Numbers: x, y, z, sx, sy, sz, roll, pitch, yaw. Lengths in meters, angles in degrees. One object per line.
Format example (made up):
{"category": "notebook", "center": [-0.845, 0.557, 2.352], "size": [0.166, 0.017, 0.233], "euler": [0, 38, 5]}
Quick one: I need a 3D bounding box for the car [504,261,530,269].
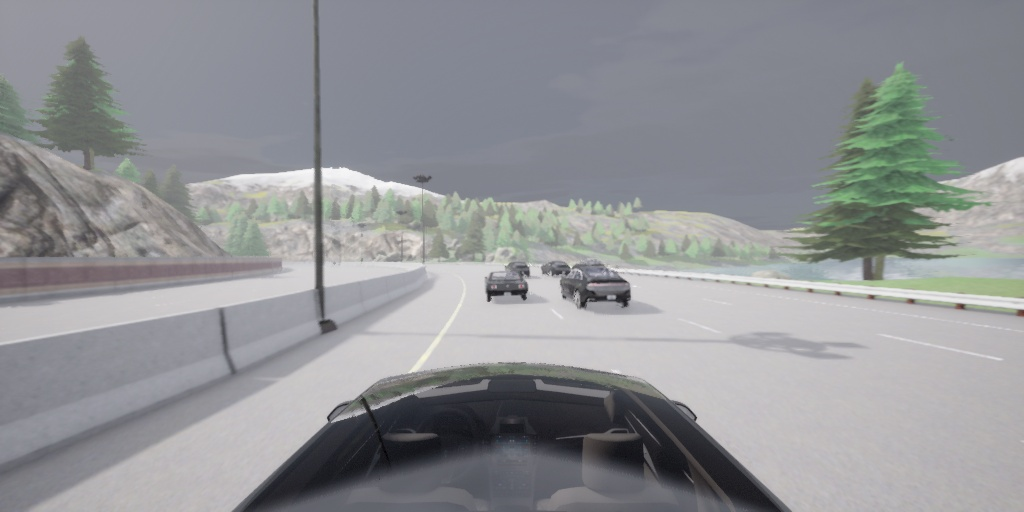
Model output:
{"category": "car", "center": [0.428, 1.273, 34.834], "size": [1.837, 1.490, 4.892], "euler": [0, 0, -12]}

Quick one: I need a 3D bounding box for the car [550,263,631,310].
{"category": "car", "center": [3.201, 1.200, 14.659], "size": [2.128, 1.511, 4.902], "euler": [-1, 0, -5]}

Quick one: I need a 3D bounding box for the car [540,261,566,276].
{"category": "car", "center": [4.106, 1.213, 34.251], "size": [1.837, 1.490, 4.892], "euler": [0, 0, -12]}

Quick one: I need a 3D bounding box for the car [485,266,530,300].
{"category": "car", "center": [-0.412, 1.369, 17.828], "size": [1.895, 1.301, 4.718], "euler": [-1, 0, -6]}

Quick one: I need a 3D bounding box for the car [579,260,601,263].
{"category": "car", "center": [7.469, 1.146, 35.197], "size": [2.128, 1.511, 4.902], "euler": [-1, 0, -12]}
